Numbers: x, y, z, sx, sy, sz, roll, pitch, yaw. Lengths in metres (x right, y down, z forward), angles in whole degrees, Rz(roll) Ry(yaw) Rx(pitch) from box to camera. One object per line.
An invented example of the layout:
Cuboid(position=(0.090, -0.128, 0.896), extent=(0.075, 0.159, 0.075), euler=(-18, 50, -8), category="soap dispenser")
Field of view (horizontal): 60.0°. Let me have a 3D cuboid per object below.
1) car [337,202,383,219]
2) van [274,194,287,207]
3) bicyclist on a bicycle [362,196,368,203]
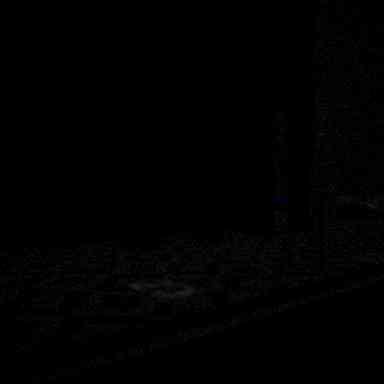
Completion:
Cuboid(position=(14.355, 1.534, 27.983), extent=(2.008, 1.369, 4.403), euler=(1, 0, -36), category="car")
Cuboid(position=(11.782, 1.150, 46.257), extent=(1.690, 1.788, 3.998), euler=(1, 0, -36), category="van")
Cuboid(position=(20.373, 1.267, 39.317), extent=(1.656, 1.620, 0.582), euler=(0, 1, -36), category="bicyclist on a bicycle")
